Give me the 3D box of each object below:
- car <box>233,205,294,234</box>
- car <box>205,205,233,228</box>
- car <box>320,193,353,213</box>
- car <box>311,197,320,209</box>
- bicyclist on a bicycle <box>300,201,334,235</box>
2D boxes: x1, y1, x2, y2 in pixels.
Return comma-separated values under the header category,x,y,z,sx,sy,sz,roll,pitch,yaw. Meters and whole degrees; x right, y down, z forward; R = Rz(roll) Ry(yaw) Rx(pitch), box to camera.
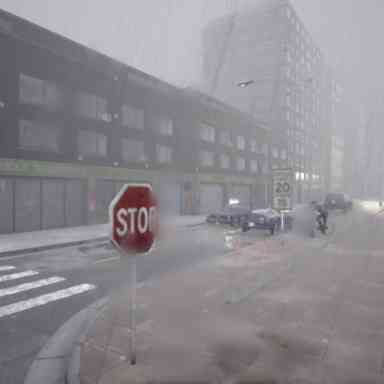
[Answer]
category,x,y,z,sx,sy,sz,roll,pitch,yaw
car,4.333,1.488,18.910,1.812,1.442,4.674,0,0,34
car,2.752,1.552,21.856,1.895,1.301,4.718,0,0,34
car,16.185,1.152,36.647,2.150,2.045,5.566,0,0,34
car,16.678,1.407,42.550,2.128,1.511,4.902,0,0,34
bicyclist on a bicycle,6.116,1.274,16.345,1.656,1.620,0.582,0,0,34
